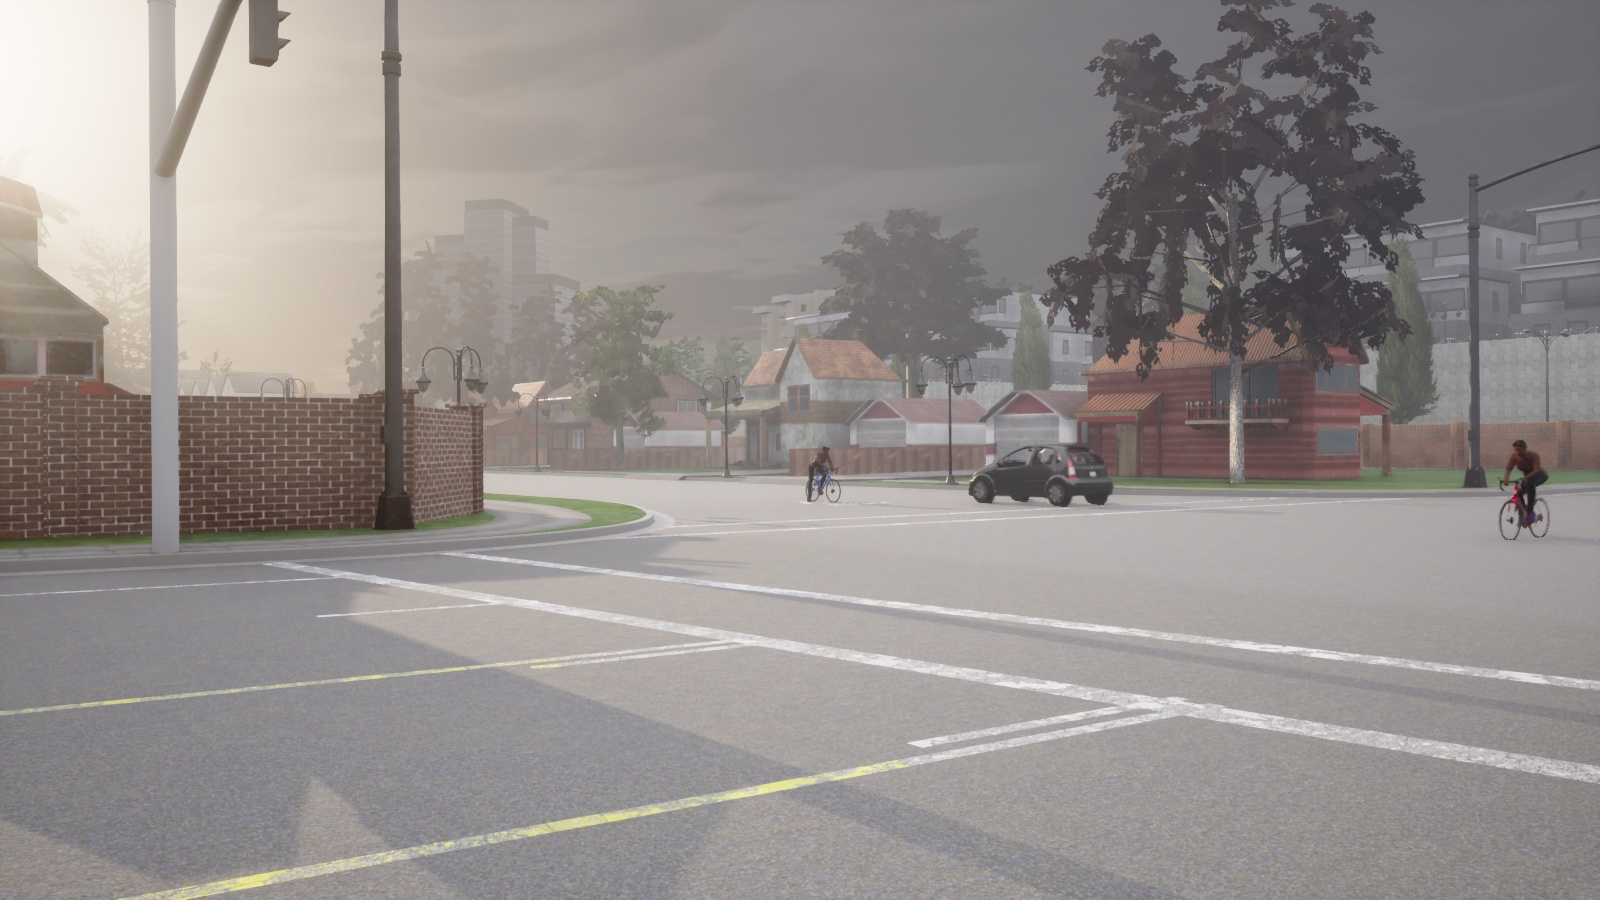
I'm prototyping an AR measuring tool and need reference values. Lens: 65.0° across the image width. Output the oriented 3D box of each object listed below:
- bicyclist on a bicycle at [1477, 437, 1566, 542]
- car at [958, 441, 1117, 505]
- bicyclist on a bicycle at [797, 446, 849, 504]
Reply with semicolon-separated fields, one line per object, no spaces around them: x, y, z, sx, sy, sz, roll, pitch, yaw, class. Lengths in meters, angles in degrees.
11.697;0.611;20.333;1.656;1.620;0.582;-1;0;-35;bicyclist on a bicycle
6.353;0.591;33.911;1.851;1.617;3.988;-1;0;-37;car
0.651;0.691;35.776;0.582;1.620;1.656;-1;1;-36;bicyclist on a bicycle
